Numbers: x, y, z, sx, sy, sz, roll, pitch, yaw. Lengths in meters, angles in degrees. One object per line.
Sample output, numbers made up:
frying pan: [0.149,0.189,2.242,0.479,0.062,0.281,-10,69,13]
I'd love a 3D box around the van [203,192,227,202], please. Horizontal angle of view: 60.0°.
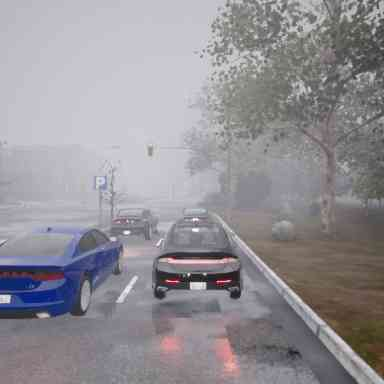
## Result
van: [4.314,1.040,64.369,4.442,1.987,1.878,1,0,-14]

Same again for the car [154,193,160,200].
car: [-11.412,1.354,85.716,4.674,1.452,2.002,-1,0,-12]

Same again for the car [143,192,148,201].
car: [-12.977,1.319,73.738,4.892,1.521,2.231,-1,0,-14]

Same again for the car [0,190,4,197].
car: [-31.140,0.135,52.660,2.002,1.452,4.674,6,-3,-19]

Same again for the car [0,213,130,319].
car: [-2.888,1.487,7.560,1.882,1.535,5.008,0,0,0]

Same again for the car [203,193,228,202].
car: [4.699,1.139,67.339,4.553,1.767,2.185,1,0,-14]

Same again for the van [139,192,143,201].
van: [-13.207,1.090,70.767,4.442,1.987,1.878,-1,0,-14]

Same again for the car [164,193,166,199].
car: [-10.537,1.313,91.701,5.008,1.535,2.097,-1,0,-12]

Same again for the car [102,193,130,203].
car: [-14.415,1.356,61.784,4.792,1.488,2.163,-1,0,-15]

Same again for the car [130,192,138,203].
car: [-13.768,1.313,64.775,5.366,1.575,1.946,-1,0,-15]

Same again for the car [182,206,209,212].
car: [0.181,1.530,17.906,1.837,1.490,4.892,0,0,0]

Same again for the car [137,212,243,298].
car: [0.116,1.502,8.494,2.128,1.511,4.902,0,0,0]

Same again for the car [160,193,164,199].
car: [-10.960,1.062,88.722,5.566,2.045,2.435,-1,0,-12]

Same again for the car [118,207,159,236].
car: [-2.829,1.529,16.991,1.837,1.490,4.892,0,0,1]

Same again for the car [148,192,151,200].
car: [-12.603,1.357,76.733,4.674,1.452,2.002,-1,0,-13]

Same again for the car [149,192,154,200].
car: [-12.230,1.356,79.735,4.674,1.452,2.002,-1,0,-13]
